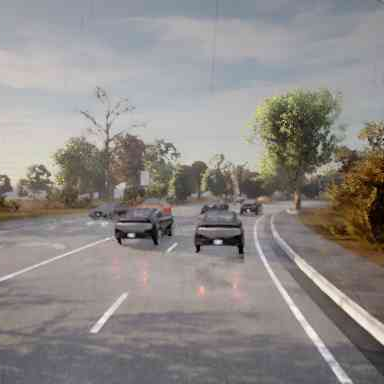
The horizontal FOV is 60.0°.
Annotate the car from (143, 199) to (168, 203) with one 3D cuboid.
[{"bbox_3d":[-3.293,1.378,28.192,2.097,1.767,4.553,0,0,15],"label":"car"}]

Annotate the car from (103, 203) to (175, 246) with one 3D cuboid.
[{"bbox_3d":[-2.065,1.508,15.594,2.128,1.511,4.902,0,0,8],"label":"car"}]

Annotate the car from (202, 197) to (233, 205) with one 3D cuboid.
[{"bbox_3d":[2.487,1.416,34.778,2.097,1.767,4.553,0,0,18],"label":"car"}]

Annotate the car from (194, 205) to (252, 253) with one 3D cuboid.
[{"bbox_3d":[1.222,1.520,13.920,2.128,1.511,4.902,0,0,7],"label":"car"}]

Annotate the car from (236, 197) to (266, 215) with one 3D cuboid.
[{"bbox_3d":[6.350,1.591,35.374,1.837,1.490,4.892,0,0,18],"label":"car"}]

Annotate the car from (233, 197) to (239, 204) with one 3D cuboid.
[{"bbox_3d":[9.606,1.653,66.033,1.812,1.442,4.674,0,0,33],"label":"car"}]

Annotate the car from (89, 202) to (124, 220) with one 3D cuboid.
[{"bbox_3d":[-6.916,1.572,28.143,1.994,1.385,4.181,0,0,15],"label":"car"}]

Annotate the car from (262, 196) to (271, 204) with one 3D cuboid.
[{"bbox_3d":[14.111,1.630,66.396,1.882,1.535,5.008,0,0,34],"label":"car"}]
